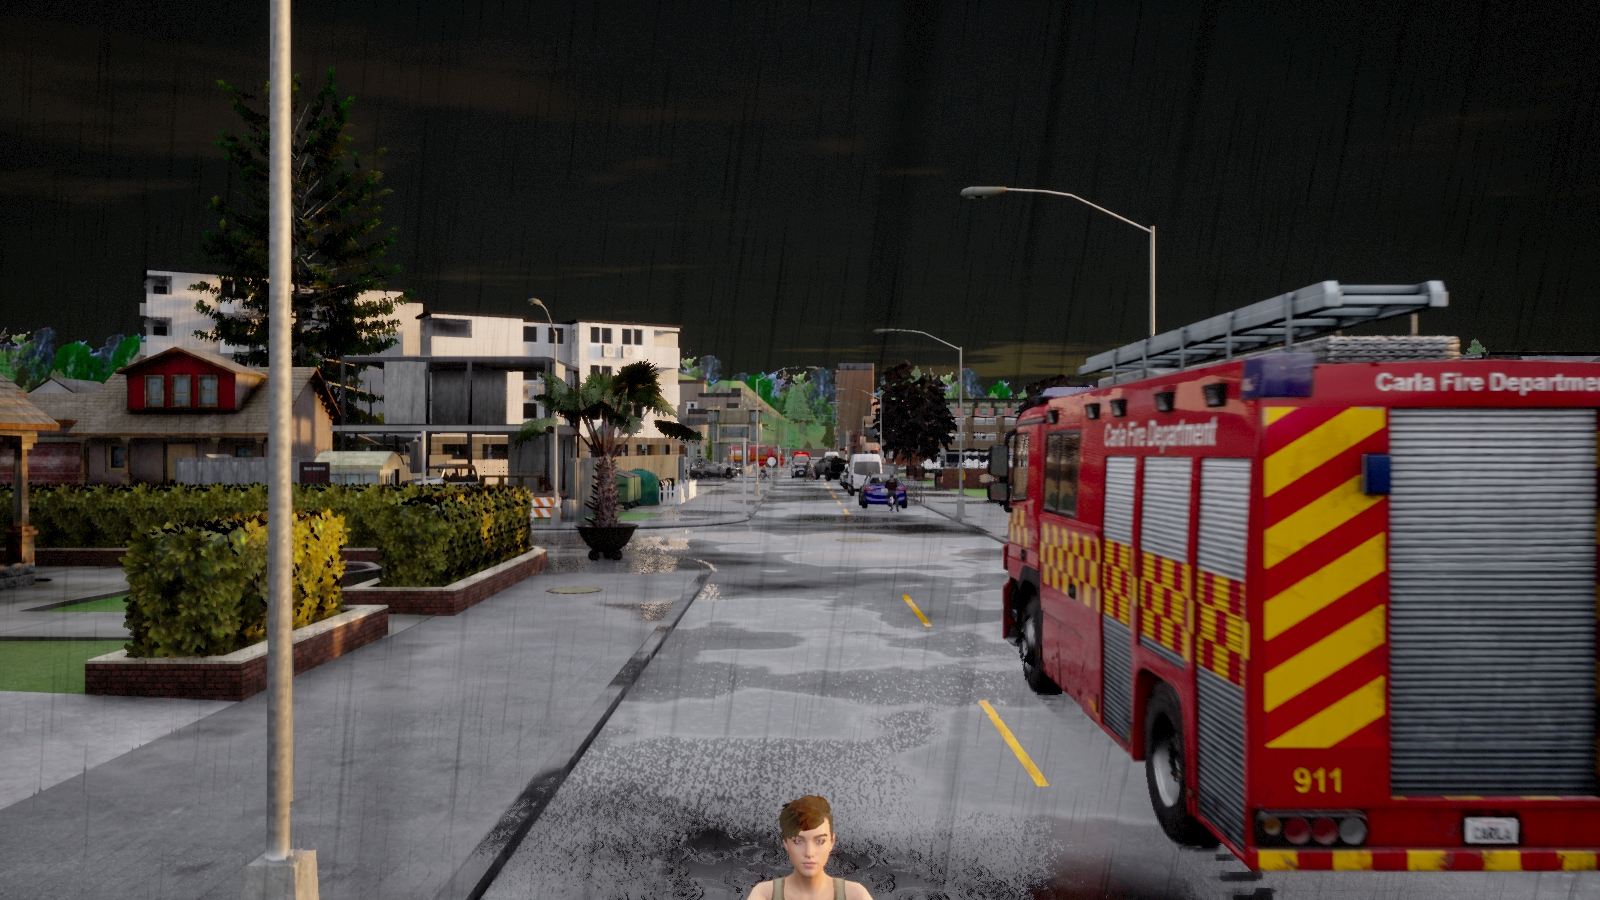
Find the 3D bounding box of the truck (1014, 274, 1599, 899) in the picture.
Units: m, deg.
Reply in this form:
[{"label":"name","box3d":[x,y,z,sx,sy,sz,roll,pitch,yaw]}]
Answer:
[{"label":"truck","box3d":[4.251,0.890,10.876,2.891,3.827,8.468,0,0,0]}]

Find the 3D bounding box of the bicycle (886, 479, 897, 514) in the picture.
[{"label":"bicycle","box3d":[4.077,2.060,50.936,0.329,1.471,1.835,0,0,0]}]

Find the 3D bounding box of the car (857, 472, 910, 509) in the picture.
[{"label":"car","box3d":[4.046,1.967,56.171,2.242,1.667,4.611,0,0,0]}]

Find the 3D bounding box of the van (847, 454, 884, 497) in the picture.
[{"label":"van","box3d":[4.045,1.534,71.355,1.988,2.561,5.915,0,0,0]}]

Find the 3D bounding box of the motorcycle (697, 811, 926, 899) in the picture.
[{"label":"motorcycle","box3d":[0.039,2.155,3.558,0.764,1.307,2.356,0,0,0]}]

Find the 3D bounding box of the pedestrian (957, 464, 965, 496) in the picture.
[{"label":"pedestrian","box3d":[9.289,1.744,65.922,0.375,1.860,0.375,0,0,-1]}]
